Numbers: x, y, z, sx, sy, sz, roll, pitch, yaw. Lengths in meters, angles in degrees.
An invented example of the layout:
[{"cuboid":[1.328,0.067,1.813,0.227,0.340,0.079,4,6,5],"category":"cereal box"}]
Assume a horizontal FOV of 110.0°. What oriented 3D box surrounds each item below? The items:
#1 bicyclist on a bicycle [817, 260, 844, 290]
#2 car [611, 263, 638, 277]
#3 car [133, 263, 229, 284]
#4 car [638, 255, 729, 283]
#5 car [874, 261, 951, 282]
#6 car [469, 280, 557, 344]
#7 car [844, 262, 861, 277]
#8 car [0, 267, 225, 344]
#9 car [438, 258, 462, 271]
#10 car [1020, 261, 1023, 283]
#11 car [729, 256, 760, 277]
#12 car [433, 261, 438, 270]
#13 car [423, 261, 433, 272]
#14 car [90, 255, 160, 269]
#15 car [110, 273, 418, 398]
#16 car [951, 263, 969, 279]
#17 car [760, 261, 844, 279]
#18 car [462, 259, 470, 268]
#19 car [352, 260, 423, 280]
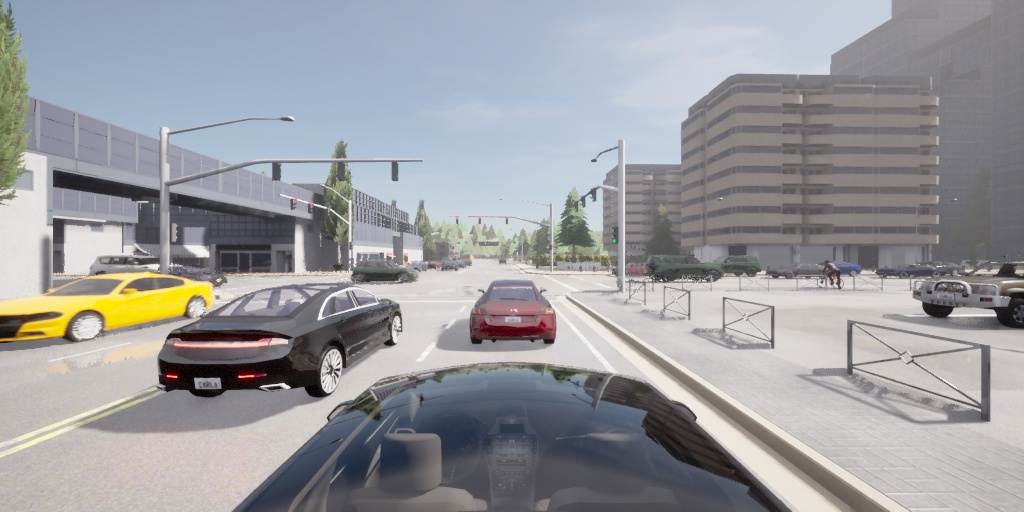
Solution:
[{"cuboid":[17.929,1.052,20.221,0.582,1.620,1.656,0,0,-2],"category":"bicyclist on a bicycle"},{"cuboid":[11.749,1.314,34.527,4.181,1.385,1.994,0,0,-2],"category":"car"},{"cuboid":[-20.159,1.314,22.182,4.181,1.385,1.994,0,0,-1],"category":"car"},{"cuboid":[12.989,0.971,27.354,5.566,2.045,2.150,0,0,-2],"category":"car"},{"cuboid":[35.171,1.351,31.708,4.718,1.301,1.895,0,0,-2],"category":"car"},{"cuboid":[0.012,1.314,9.576,1.994,1.385,4.181,0,0,0],"category":"car"},{"cuboid":[31.118,1.228,35.097,5.008,1.535,1.882,0,0,-2],"category":"car"},{"cuboid":[-10.814,1.227,9.848,1.882,1.535,5.008,0,0,-3],"category":"car"},{"cuboid":[-8.359,1.314,48.890,1.994,1.385,4.181,0,0,-2],"category":"car"},{"cuboid":[43.762,1.314,28.320,4.181,1.385,1.994,0,0,-1],"category":"car"},{"cuboid":[21.092,0.972,34.806,5.566,2.045,2.150,0,0,-2],"category":"car"},{"cuboid":[-11.997,1.351,54.020,1.895,1.301,4.718,0,0,-1],"category":"car"},{"cuboid":[-11.762,1.297,44.435,2.033,1.411,5.357,0,0,-1],"category":"car"},{"cuboid":[-26.475,0.973,25.537,5.566,2.045,2.150,0,0,-1],"category":"car"},{"cuboid":[-3.473,1.242,6.518,2.128,1.511,4.902,0,0,0],"category":"car"},{"cuboid":[41.233,1.255,35.359,4.892,1.490,1.837,0,0,-1],"category":"car"},{"cuboid":[25.308,1.297,31.428,5.357,1.411,2.033,0,0,-2],"category":"car"},{"cuboid":[-8.622,1.297,59.187,2.033,1.411,5.357,0,0,-1],"category":"car"},{"cuboid":[-9.207,1.102,26.205,4.553,1.767,2.097,0,0,-4],"category":"car"}]
